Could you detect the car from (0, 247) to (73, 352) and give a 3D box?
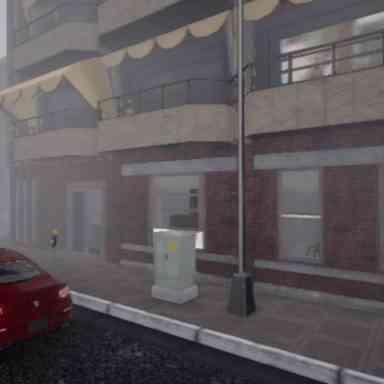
[{"bbox_3d":[-3.717,1.597,5.587,4.206,1.307,1.802,0,0,35],"label":"car"}]
